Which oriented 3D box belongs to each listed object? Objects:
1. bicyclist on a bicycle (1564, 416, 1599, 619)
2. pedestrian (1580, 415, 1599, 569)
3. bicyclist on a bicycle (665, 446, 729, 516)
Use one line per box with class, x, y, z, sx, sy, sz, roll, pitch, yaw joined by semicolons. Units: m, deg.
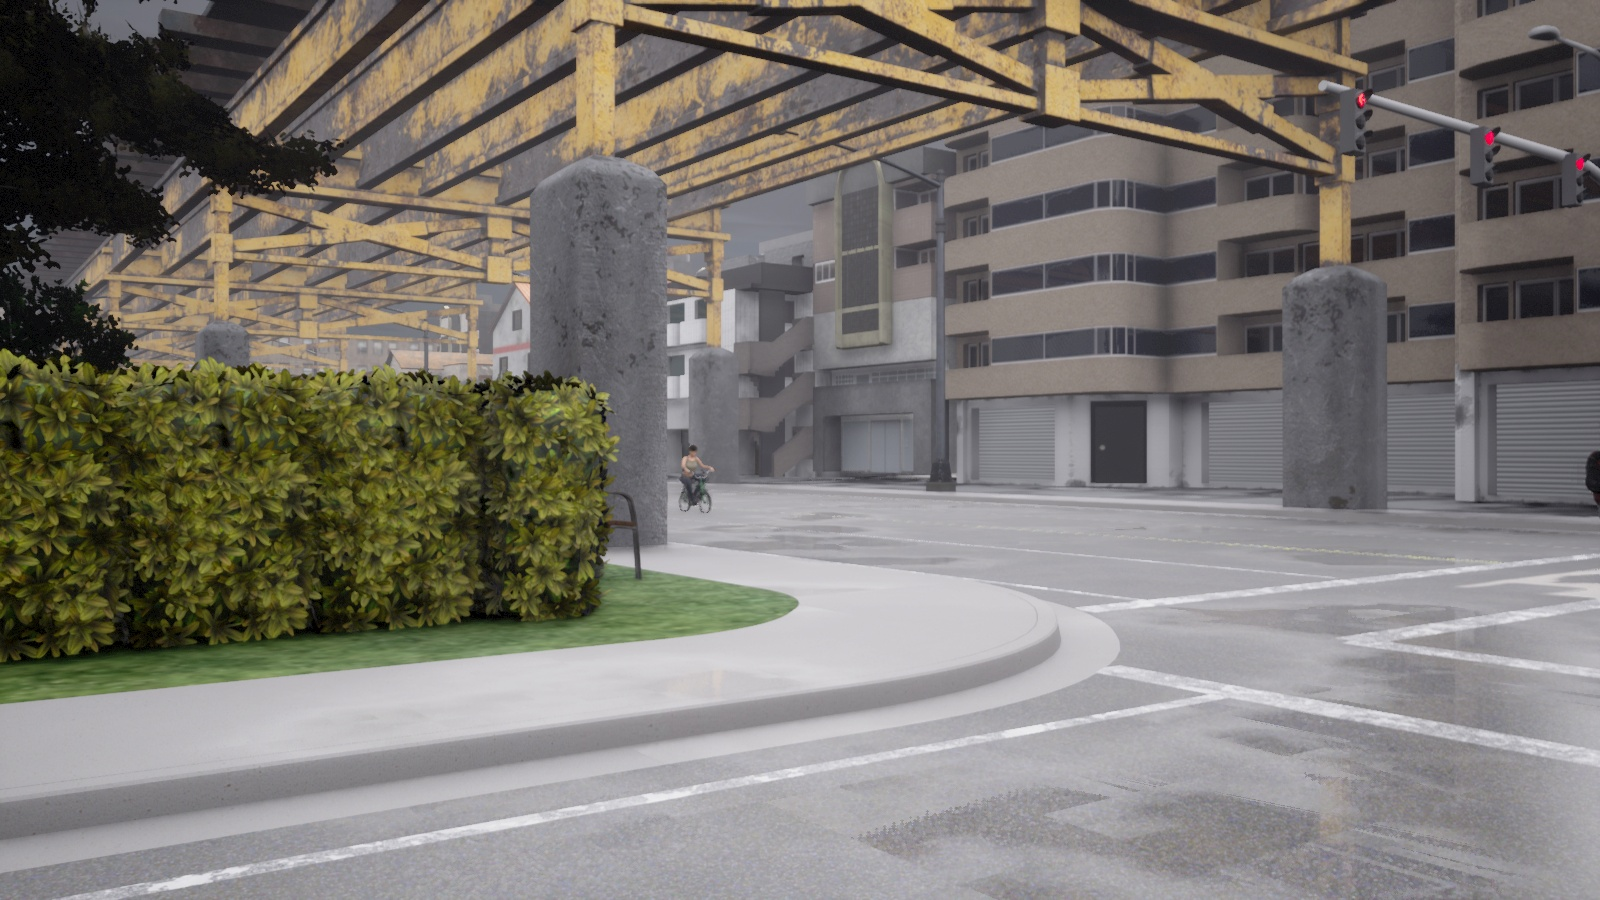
bicyclist on a bicycle;7.335;0.585;10.993;0.659;1.776;1.843;-2;-1;19
pedestrian;10.011;0.500;15.081;0.899;1.844;0.634;0;0;-11
bicyclist on a bicycle;-2.447;0.708;29.761;0.866;1.612;1.509;0;0;-35
